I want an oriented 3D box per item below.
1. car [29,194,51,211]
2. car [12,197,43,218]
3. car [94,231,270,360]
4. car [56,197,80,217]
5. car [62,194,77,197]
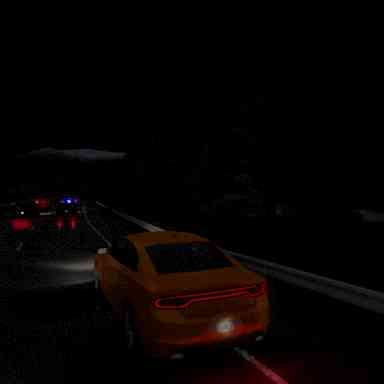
[{"bbox_3d":[-18.396,1.221,40.079,2.150,2.045,5.566,0,0,-19],"label":"car"},{"bbox_3d":[-15.010,1.505,30.175,1.837,1.490,4.892,0,0,-19],"label":"car"},{"bbox_3d":[-0.621,1.478,6.291,1.882,1.535,5.008,0,0,-24],"label":"car"},{"bbox_3d":[-11.831,1.492,31.556,2.128,1.511,4.902,0,0,-19],"label":"car"},{"bbox_3d":[-15.227,1.221,41.463,2.150,2.045,5.566,0,0,-18],"label":"car"}]
